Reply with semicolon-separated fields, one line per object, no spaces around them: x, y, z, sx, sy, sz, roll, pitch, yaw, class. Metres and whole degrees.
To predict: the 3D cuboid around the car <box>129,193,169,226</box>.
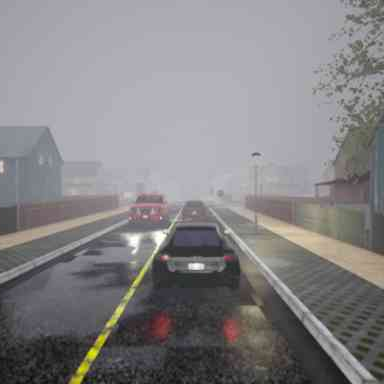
-2.743;1.101;22.385;2.150;2.045;5.566;0;0;0;car

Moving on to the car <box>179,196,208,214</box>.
0.205;1.340;26.329;1.882;1.535;5.008;0;0;1;car

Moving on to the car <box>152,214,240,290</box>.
0.114;1.503;8.922;1.994;1.385;4.181;0;0;1;car

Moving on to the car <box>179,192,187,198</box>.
-2.345;1.005;88.283;2.150;2.045;5.566;0;0;0;car
